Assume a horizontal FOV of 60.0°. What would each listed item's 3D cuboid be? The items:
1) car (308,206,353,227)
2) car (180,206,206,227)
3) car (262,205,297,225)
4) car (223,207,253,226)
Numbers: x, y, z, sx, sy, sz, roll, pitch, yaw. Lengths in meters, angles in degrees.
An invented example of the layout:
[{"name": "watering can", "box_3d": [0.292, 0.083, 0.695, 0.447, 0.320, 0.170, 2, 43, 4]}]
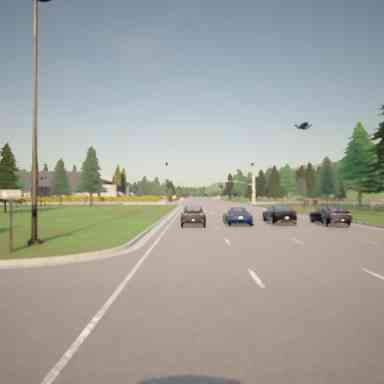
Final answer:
[{"name": "car", "box_3d": [10.597, 1.804, 25.786, 2.128, 1.511, 4.902, 0, -1, 0]}, {"name": "car", "box_3d": [0.097, 1.805, 25.785, 2.128, 1.511, 4.902, 0, -1, 0]}, {"name": "car", "box_3d": [7.097, 1.808, 27.338, 1.882, 1.535, 5.008, 0, 0, 0]}, {"name": "car", "box_3d": [3.598, 1.886, 26.581, 1.994, 1.385, 4.181, 0, -1, 0]}]
